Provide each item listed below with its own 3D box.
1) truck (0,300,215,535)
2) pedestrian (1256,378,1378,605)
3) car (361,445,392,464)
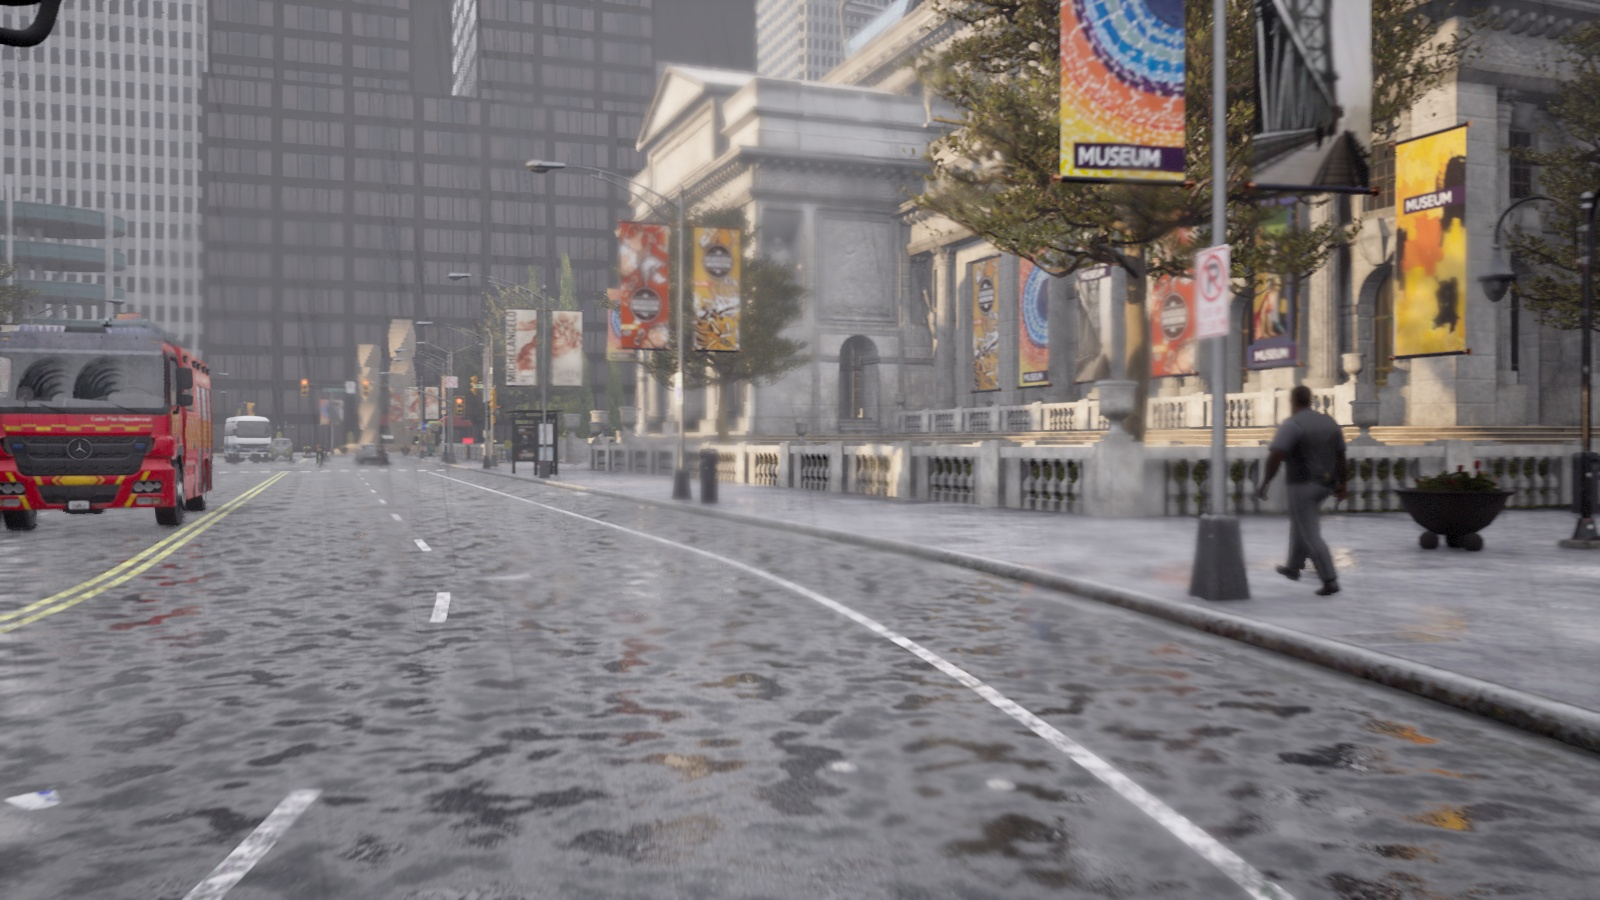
[{"bbox_3d":[-13.525,-0.558,24.834,2.891,3.827,8.468,0,0,-20],"label":"truck"},{"bbox_3d":[4.469,0.342,10.892,0.563,1.883,0.849,0,0,-17],"label":"pedestrian"},{"bbox_3d":[-31.089,0.292,92.113,1.994,1.385,4.181,0,0,-20],"label":"car"}]
